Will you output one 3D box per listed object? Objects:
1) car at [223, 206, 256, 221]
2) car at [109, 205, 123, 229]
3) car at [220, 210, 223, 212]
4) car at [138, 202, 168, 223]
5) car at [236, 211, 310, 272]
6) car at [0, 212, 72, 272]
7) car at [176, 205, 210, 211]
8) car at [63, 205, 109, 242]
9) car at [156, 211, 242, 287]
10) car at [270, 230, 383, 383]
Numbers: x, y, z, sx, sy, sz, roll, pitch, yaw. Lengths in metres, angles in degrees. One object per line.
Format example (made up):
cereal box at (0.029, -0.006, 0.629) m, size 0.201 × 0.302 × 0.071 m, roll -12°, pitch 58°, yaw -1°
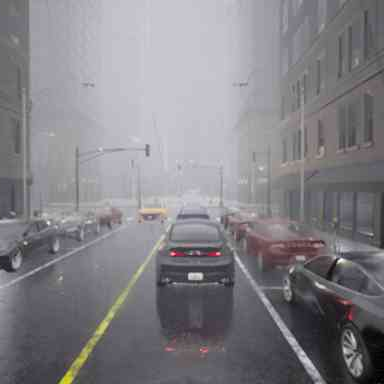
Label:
car at (2.786, 1.550, 16.224) m, size 1.887 × 1.381 × 4.507 m, roll -1°, pitch 0°, yaw 0°
car at (-5.728, 1.553, 21.747) m, size 1.887 × 1.381 × 4.507 m, roll -1°, pitch 0°, yaw 0°
car at (2.797, 1.552, 21.729) m, size 1.887 × 1.381 × 4.507 m, roll -1°, pitch 0°, yaw 0°
car at (-2.947, 1.498, 25.797) m, size 1.882 × 1.535 × 5.008 m, roll 0°, pitch 0°, yaw 0°
car at (2.774, 1.548, 10.719) m, size 1.887 × 1.381 × 4.507 m, roll -1°, pitch 0°, yaw 0°
car at (-5.751, 1.569, 10.736) m, size 1.947 × 1.339 × 4.313 m, roll -1°, pitch 0°, yaw 0°
car at (0.078, 1.485, 19.725) m, size 1.882 × 1.535 × 5.008 m, roll 0°, pitch 0°, yaw 1°
car at (-5.739, 1.556, 16.241) m, size 2.008 × 1.369 × 4.403 m, roll -1°, pitch 0°, yaw 0°
car at (0.086, 1.508, 9.325) m, size 1.837 × 1.490 × 4.892 m, roll 0°, pitch 0°, yaw 0°
car at (2.763, 1.567, 5.214) m, size 1.947 × 1.339 × 4.313 m, roll -1°, pitch 0°, yaw 0°
